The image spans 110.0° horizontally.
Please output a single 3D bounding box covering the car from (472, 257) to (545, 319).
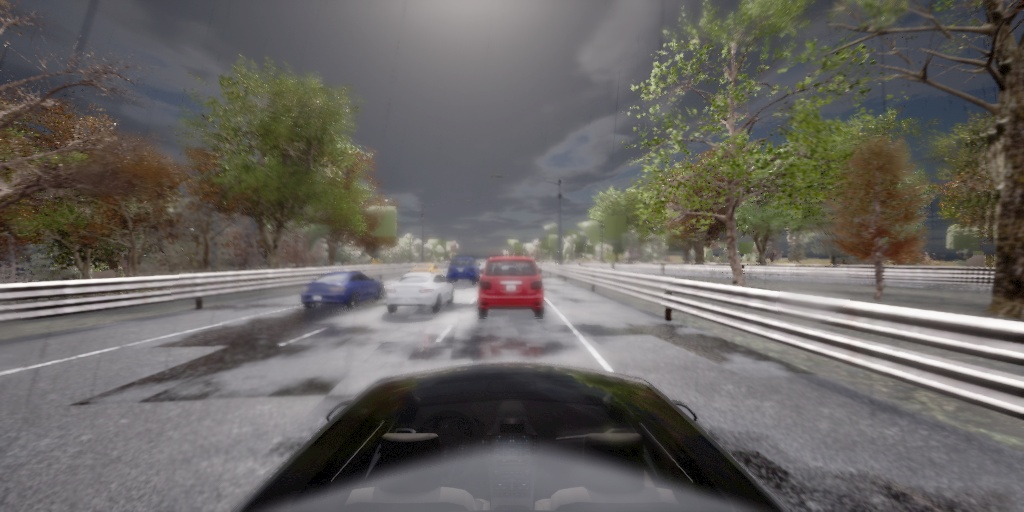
[{"bbox_3d":[-0.026,1.047,13.363,2.150,2.045,5.566,0,0,0],"label":"car"}]

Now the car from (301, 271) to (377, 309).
[{"bbox_3d":[-7.028,1.364,15.265,1.812,1.442,4.674,0,0,0],"label":"car"}]

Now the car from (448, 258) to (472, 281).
[{"bbox_3d":[-3.732,1.152,28.436,2.150,2.045,5.566,0,0,-1],"label":"car"}]

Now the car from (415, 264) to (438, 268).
[{"bbox_3d":[-7.260,1.425,30.791,1.882,1.535,5.008,0,0,-1],"label":"car"}]

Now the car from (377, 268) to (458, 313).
[{"bbox_3d":[-3.528,1.358,14.356,1.812,1.442,4.674,0,-1,0],"label":"car"}]
